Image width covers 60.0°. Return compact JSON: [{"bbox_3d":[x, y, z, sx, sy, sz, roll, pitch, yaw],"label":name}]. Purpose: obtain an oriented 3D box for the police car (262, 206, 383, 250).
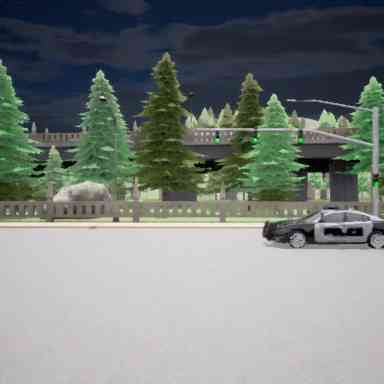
[{"bbox_3d":[5.603,1.396,13.713,5.238,1.638,1.930,0,0,1],"label":"police car"}]
